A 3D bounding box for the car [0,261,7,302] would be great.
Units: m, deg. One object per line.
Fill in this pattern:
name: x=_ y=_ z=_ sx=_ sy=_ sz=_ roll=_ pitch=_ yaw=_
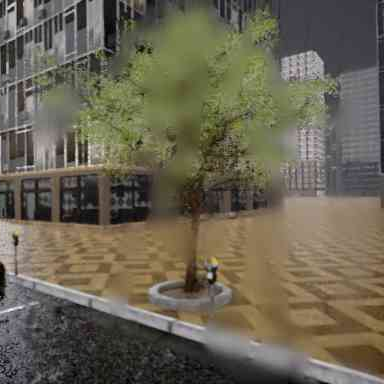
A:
car: x=-5.431 y=1.543 z=6.726 sx=4.313 sy=1.339 sz=1.947 roll=0 pitch=-1 yaw=36
